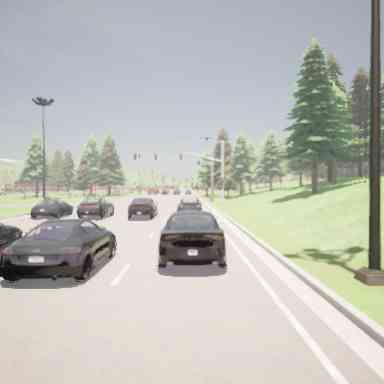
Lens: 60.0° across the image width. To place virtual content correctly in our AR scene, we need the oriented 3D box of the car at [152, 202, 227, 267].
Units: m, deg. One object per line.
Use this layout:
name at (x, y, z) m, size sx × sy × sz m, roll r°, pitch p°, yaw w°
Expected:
car at (-0.006, 1.325, 10.798) m, size 1.882 × 1.535 × 5.008 m, roll 0°, pitch 1°, yaw -1°

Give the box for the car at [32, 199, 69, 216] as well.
car at (-10.667, 1.237, 25.627) m, size 1.994 × 1.385 × 4.181 m, roll 0°, pitch 1°, yaw -1°

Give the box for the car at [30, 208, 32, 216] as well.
car at (-7.000, 1.404, 10.158) m, size 1.812 × 1.442 × 4.674 m, roll 0°, pitch 1°, yaw -1°

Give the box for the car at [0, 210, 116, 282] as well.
car at (-3.493, 1.441, 9.429) m, size 1.994 × 1.385 × 4.181 m, roll 0°, pitch 1°, yaw -1°

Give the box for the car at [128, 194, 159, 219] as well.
car at (-3.664, 1.161, 25.315) m, size 1.837 × 1.490 × 4.892 m, roll 0°, pitch 1°, yaw -1°

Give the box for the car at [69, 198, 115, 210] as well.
car at (-7.162, 1.161, 25.074) m, size 2.128 × 1.511 × 4.902 m, roll 0°, pitch 1°, yaw -1°

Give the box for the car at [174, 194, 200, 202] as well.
car at (-0.161, 1.139, 25.057) m, size 2.128 × 1.511 × 4.902 m, roll 0°, pitch 1°, yaw -1°
